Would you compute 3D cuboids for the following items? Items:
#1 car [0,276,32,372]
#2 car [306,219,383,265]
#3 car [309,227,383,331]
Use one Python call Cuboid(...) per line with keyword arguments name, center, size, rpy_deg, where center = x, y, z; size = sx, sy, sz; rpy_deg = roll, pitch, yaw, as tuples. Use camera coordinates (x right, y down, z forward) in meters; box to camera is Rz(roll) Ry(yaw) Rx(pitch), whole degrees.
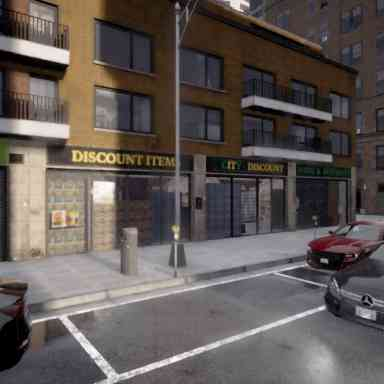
Cuboid(name="car", center=(-3.981, 1.566, 3.351), size=(4.313, 1.339, 1.947), rpy_deg=(0, 0, -36))
Cuboid(name="car", center=(5.271, 1.544, 9.951), size=(4.507, 1.381, 1.887), rpy_deg=(0, 0, -36))
Cuboid(name="car", center=(4.453, 1.525, 6.249), size=(4.674, 1.442, 1.812), rpy_deg=(0, 0, -36))
